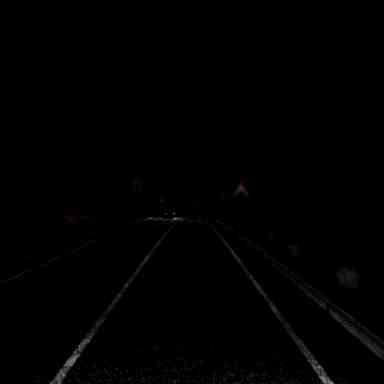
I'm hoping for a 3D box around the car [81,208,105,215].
[{"bbox_3d":[-21.807,4.309,73.570,4.674,1.452,2.002,0,-3,0],"label":"car"}]

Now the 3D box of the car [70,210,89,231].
[{"bbox_3d":[-9.571,1.726,21.822,4.553,1.767,2.185,0,-2,0],"label":"car"}]

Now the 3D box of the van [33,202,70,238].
[{"bbox_3d":[-9.643,1.537,18.788,4.442,1.987,1.878,0,-2,0],"label":"van"}]

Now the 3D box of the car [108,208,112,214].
[{"bbox_3d":[-21.790,4.436,76.844,4.892,1.521,2.231,0,-3,0],"label":"car"}]

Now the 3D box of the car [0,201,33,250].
[{"bbox_3d":[-9.520,1.349,12.599,5.566,2.045,2.435,0,-1,0],"label":"car"}]

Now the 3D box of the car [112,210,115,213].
[{"bbox_3d":[-21.787,4.600,80.113,5.008,1.535,2.097,0,-3,0],"label":"car"}]

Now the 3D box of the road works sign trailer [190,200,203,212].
[{"bbox_3d":[1.359,3.988,93.126,2.380,3.560,2.880,20,-34,20],"label":"road works sign trailer"}]

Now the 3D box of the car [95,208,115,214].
[{"bbox_3d":[-21.766,4.799,83.255,4.674,1.452,2.002,0,-3,0],"label":"car"}]

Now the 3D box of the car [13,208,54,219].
[{"bbox_3d":[-21.886,2.919,46.099,4.674,1.452,2.002,0,-3,0],"label":"car"}]

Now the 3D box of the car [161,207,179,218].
[{"bbox_3d":[-3.257,3.207,51.384,1.837,1.490,4.892,0,-3,0],"label":"car"}]

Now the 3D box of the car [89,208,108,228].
[{"bbox_3d":[-9.368,1.946,24.735,5.366,1.575,1.946,0,-2,0],"label":"car"}]

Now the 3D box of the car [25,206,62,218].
[{"bbox_3d":[-21.946,2.913,49.274,4.553,1.767,2.185,0,-3,0],"label":"car"}]
